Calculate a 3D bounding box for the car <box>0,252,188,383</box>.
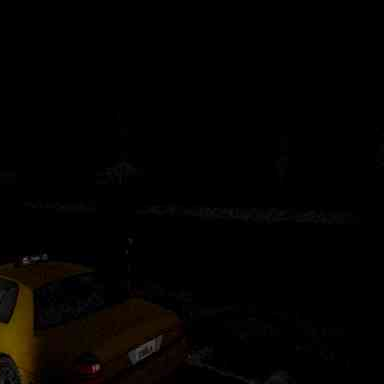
[{"bbox_3d":[-2.333,1.525,4.625,4.829,1.417,1.752,0,0,35],"label":"car"}]
